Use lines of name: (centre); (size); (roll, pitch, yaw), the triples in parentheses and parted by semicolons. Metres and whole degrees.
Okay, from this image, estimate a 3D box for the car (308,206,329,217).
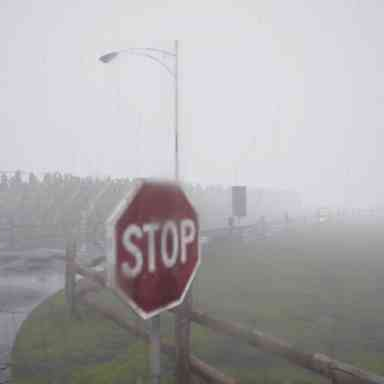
car: (17.997, 2.750, 47.178); (1.882, 1.535, 5.008); (-1, -2, 36)
